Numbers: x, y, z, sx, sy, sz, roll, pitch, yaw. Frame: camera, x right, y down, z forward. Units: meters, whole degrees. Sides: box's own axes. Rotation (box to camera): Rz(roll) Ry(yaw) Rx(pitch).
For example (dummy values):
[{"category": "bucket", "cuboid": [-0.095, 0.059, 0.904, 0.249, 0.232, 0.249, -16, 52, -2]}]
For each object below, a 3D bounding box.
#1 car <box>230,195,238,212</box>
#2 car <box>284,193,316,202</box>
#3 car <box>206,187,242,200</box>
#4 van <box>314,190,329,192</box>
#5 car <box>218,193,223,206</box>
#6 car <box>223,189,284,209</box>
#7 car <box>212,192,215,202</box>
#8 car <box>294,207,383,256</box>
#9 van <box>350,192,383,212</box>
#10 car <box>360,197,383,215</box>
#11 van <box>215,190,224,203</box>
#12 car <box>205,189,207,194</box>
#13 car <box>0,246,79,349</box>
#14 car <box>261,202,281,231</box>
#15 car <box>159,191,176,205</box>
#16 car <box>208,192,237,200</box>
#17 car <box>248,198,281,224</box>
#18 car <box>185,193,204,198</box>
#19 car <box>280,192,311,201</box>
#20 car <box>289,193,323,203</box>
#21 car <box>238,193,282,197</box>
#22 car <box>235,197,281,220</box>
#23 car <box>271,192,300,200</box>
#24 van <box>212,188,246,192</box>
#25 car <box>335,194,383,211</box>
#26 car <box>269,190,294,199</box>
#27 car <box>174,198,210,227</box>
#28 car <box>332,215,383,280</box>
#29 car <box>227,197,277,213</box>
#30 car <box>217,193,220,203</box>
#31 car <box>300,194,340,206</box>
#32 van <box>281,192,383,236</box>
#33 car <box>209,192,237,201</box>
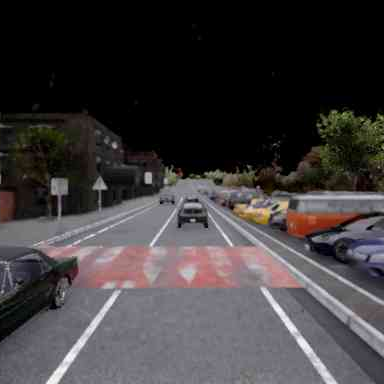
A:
[{"category": "car", "cuboid": [6.195, 1.261, 27.819, 5.366, 1.575, 1.946, 0, 0, -1]}, {"category": "car", "cuboid": [18.288, 0.950, 56.379, 4.792, 1.488, 2.163, 0, 1, -1]}, {"category": "car", "cuboid": [5.715, 0.674, 56.085, 5.566, 2.045, 2.435, 0, 1, -1]}, {"category": "van", "cuboid": [18.329, 0.955, 42.116, 4.442, 1.987, 1.878, 0, 0, 0]}, {"category": "car", "cuboid": [5.898, 1.199, 39.119, 5.008, 1.535, 2.097, 0, 0, -1]}, {"category": "car", "cuboid": [6.012, 0.996, 30.641, 5.566, 2.045, 2.435, 0, 0, -1]}, {"category": "car", "cuboid": [5.799, 1.098, 50.443, 4.674, 1.452, 2.002, 0, 1, -1]}, {"category": "car", "cuboid": [6.141, 1.390, 10.864, 4.792, 1.488, 2.163, 0, 0, -1]}, {"category": "van", "cuboid": [18.643, 1.004, 33.647, 4.442, 1.987, 1.878, 0, 0, -1]}, {"category": "car", "cuboid": [18.558, 1.247, 30.823, 4.892, 1.521, 2.231, 0, 0, -1]}, {"category": "van", "cuboid": [5.938, 0.891, 47.733, 4.442, 1.987, 1.878, 0, 1, -1]}, {"category": "car", "cuboid": [5.612, 0.636, 70.216, 4.674, 1.452, 2.002, 0, 1, -1]}, {"category": "car", "cuboid": [-3.355, 1.588, 4.951, 1.895, 1.301, 4.718, 0, 0, 0]}, {"category": "car", "cuboid": [6.114, 1.368, 16.515, 4.674, 1.452, 2.002, 0, 0, -1]}, {"category": "car", "cuboid": [-3.588, 0.810, 48.806, 2.150, 2.045, 5.566, 0, 0, 0]}, {"category": "car", "cuboid": [5.848, 0.725, 64.567, 5.366, 1.575, 1.946, 0, 1, -1]}, {"category": "car", "cuboid": [6.276, 1.309, 19.342, 5.366, 1.575, 1.946, 0, 0, -1]}, {"category": "car", "cuboid": [-0.069, 1.202, 38.997, 2.128, 1.511, 4.902, 0, 1, 0]}, {"category": "car", "cuboid": [18.300, 0.858, 59.076, 4.892, 1.521, 2.231, 0, 1, -1]}, {"category": "car", "cuboid": [18.314, 1.016, 53.556, 4.792, 1.488, 2.163, 0, 1, -1]}, {"category": "car", "cuboid": [6.068, 1.154, 24.991, 4.553, 1.767, 2.185, 0, 0, -1]}, {"category": "car", "cuboid": [5.878, 1.293, 22.164, 5.366, 1.575, 1.946, 0, 0, -1]}, {"category": "car", "cuboid": [18.235, 0.722, 64.846, 5.008, 1.535, 2.097, 0, 1, -1]}, {"category": "van", "cuboid": [5.886, 0.766, 53.262, 4.442, 1.987, 1.878, 0, 1, -1]}, {"category": "car", "cuboid": [18.467, 1.087, 36.593, 4.553, 1.767, 2.185, 0, 0, -1]}, {"category": "car", "cuboid": [18.183, 0.534, 67.541, 4.553, 1.767, 2.185, 0, 1, -1]}, {"category": "car", "cuboid": [0.045, 1.356, 21.321, 1.837, 1.490, 4.892, 0, 0, 0]}, {"category": "car", "cuboid": [6.200, 1.417, 8.038, 4.674, 1.452, 2.002, 0, 0, -1]}, {"category": "car", "cuboid": [5.959, 1.271, 33.468, 4.674, 1.452, 2.002, 0, 0, -1]}, {"category": "car", "cuboid": [5.874, 1.223, 41.945, 4.674, 1.452, 2.002, 0, 0, -1]}, {"category": "car", "cuboid": [18.391, 1.115, 47.898, 5.008, 1.535, 2.097, 0, 2, -1]}, {"category": "van", "cuboid": [6.260, 1.119, 13.689, 4.442, 1.987, 1.878, 0, 0, -1]}, {"category": "car", "cuboid": [5.684, 0.794, 61.740, 5.008, 1.535, 2.097, 0, 1, -1]}]
